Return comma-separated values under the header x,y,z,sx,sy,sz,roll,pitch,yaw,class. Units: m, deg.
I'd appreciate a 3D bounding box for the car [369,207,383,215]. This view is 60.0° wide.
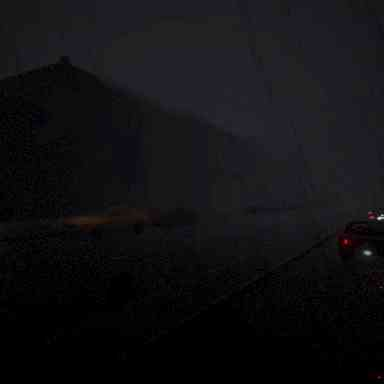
x,y,z,sx,sy,sz,roll,pitch,yaw,class
14.482,1.878,25.182,2.033,1.411,5.357,1,0,32,car

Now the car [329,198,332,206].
x,y,z,sx,sy,sz,roll,pitch,yaw,class
27.277,2.207,69.579,2.097,1.535,5.008,1,0,31,car

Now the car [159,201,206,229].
x,y,z,sx,sy,sz,roll,pitch,yaw,class
-1.332,1.428,22.494,2.185,1.767,4.553,1,0,31,car

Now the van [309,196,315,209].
x,y,z,sx,sy,sz,roll,pitch,yaw,class
18.611,1.783,55.312,1.878,1.987,4.442,1,0,31,van

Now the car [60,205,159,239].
x,y,z,sx,sy,sz,roll,pitch,yaw,class
-4.313,1.482,17.584,1.946,1.575,5.366,1,0,31,car

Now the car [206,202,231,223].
x,y,z,sx,sy,sz,roll,pitch,yaw,class
1.426,1.614,27.029,1.946,1.575,5.366,1,0,31,car

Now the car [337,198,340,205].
x,y,z,sx,sy,sz,roll,pitch,yaw,class
33.030,2.213,79.045,2.185,1.767,4.553,1,0,31,car

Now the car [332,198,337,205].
x,y,z,sx,sy,sz,roll,pitch,yaw,class
30.146,2.274,74.302,2.231,1.521,4.892,1,0,31,car

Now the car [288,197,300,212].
x,y,z,sx,sy,sz,roll,pitch,yaw,class
12.949,1.754,45.995,2.185,1.767,4.553,1,0,31,car

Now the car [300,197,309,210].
x,y,z,sx,sy,sz,roll,pitch,yaw,class
15.817,1.820,50.716,2.185,1.767,4.553,1,0,31,car

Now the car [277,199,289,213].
x,y,z,sx,sy,sz,roll,pitch,yaw,class
10.127,1.856,41.354,2.002,1.452,4.674,1,0,31,car

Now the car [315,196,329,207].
x,y,z,sx,sy,sz,roll,pitch,yaw,class
24.460,1.892,64.938,2.435,2.045,5.566,1,0,31,car

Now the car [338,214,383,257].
x,y,z,sx,sy,sz,roll,pitch,yaw,class
7.030,1.765,12.976,1.895,1.301,4.718,1,0,32,car

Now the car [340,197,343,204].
x,y,z,sx,sy,sz,roll,pitch,yaw,class
35.899,2.278,83.767,2.185,1.767,4.553,1,0,31,car

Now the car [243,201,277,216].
x,y,z,sx,sy,sz,roll,pitch,yaw,class
7.262,1.751,36.636,2.231,1.521,4.892,1,0,31,car
